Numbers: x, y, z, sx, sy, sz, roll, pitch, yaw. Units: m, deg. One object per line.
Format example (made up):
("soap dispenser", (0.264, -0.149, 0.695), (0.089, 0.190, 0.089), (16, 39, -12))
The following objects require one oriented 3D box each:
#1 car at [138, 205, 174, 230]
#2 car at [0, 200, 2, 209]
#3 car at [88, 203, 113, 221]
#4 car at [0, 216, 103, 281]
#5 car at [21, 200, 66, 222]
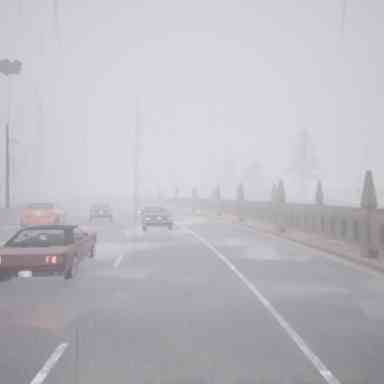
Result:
("car", (-2.412, 1.572, 21.455), (2.033, 1.411, 5.357), (0, 0, -13))
("car", (-22.051, 1.407, 36.117), (2.150, 2.045, 5.566), (0, 0, -24))
("car", (-7.611, 1.611, 27.728), (2.033, 1.411, 5.357), (0, 0, -16))
("car", (-4.116, 1.623, 9.966), (1.895, 1.301, 4.718), (0, 0, -6))
("car", (-9.889, 1.420, 22.417), (2.097, 1.767, 4.553), (0, 0, -13))
